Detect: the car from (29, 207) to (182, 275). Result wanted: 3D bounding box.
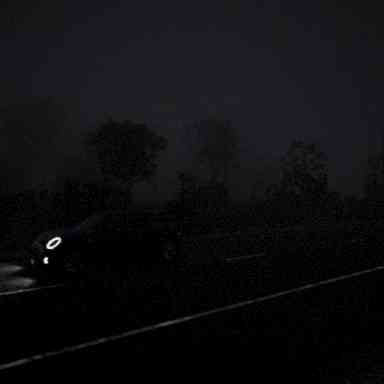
[{"bbox_3d":[-2.618,1.370,10.599,4.553,1.767,2.097,0,0,-35],"label":"car"}]
